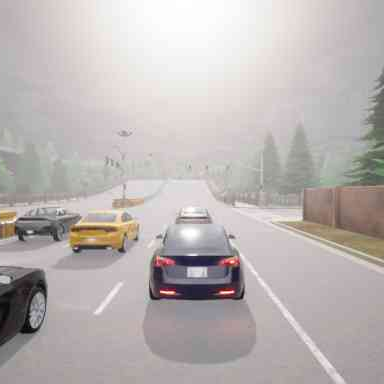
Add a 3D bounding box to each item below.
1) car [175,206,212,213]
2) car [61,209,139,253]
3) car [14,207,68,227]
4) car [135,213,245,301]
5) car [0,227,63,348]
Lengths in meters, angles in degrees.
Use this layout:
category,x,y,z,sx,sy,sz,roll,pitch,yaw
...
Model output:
category,x,y,z,sx,sy,sz,roll,pitch,yaw
car,0.090,1.492,17.491,2.128,1.511,4.902,0,0,0
car,-3.407,1.478,13.754,1.882,1.535,5.008,0,0,0
car,-6.909,1.491,16.599,2.128,1.511,4.902,0,0,0
car,0.096,1.504,8.400,2.163,1.488,4.792,0,0,0
car,-3.400,1.478,3.737,1.882,1.535,5.008,0,0,0
